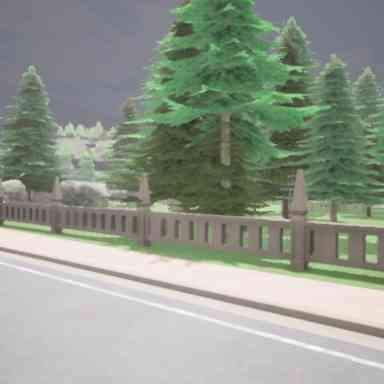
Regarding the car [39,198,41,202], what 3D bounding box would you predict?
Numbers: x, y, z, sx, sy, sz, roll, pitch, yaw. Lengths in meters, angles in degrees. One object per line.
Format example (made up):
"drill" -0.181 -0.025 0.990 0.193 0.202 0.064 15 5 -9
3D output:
"car" -23.445 1.143 51.377 1.837 1.490 4.892 1 0 36
